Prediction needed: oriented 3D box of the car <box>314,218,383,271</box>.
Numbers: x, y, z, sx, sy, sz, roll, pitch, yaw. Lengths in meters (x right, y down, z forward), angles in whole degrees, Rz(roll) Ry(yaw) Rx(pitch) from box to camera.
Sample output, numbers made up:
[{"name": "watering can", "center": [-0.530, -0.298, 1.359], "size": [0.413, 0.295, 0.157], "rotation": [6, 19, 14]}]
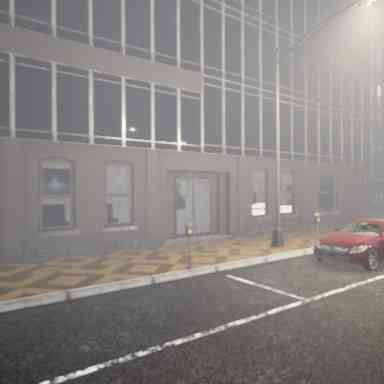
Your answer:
[{"name": "car", "center": [5.658, 1.512, 10.593], "size": [4.206, 1.307, 1.802], "rotation": [0, 0, -35]}]
